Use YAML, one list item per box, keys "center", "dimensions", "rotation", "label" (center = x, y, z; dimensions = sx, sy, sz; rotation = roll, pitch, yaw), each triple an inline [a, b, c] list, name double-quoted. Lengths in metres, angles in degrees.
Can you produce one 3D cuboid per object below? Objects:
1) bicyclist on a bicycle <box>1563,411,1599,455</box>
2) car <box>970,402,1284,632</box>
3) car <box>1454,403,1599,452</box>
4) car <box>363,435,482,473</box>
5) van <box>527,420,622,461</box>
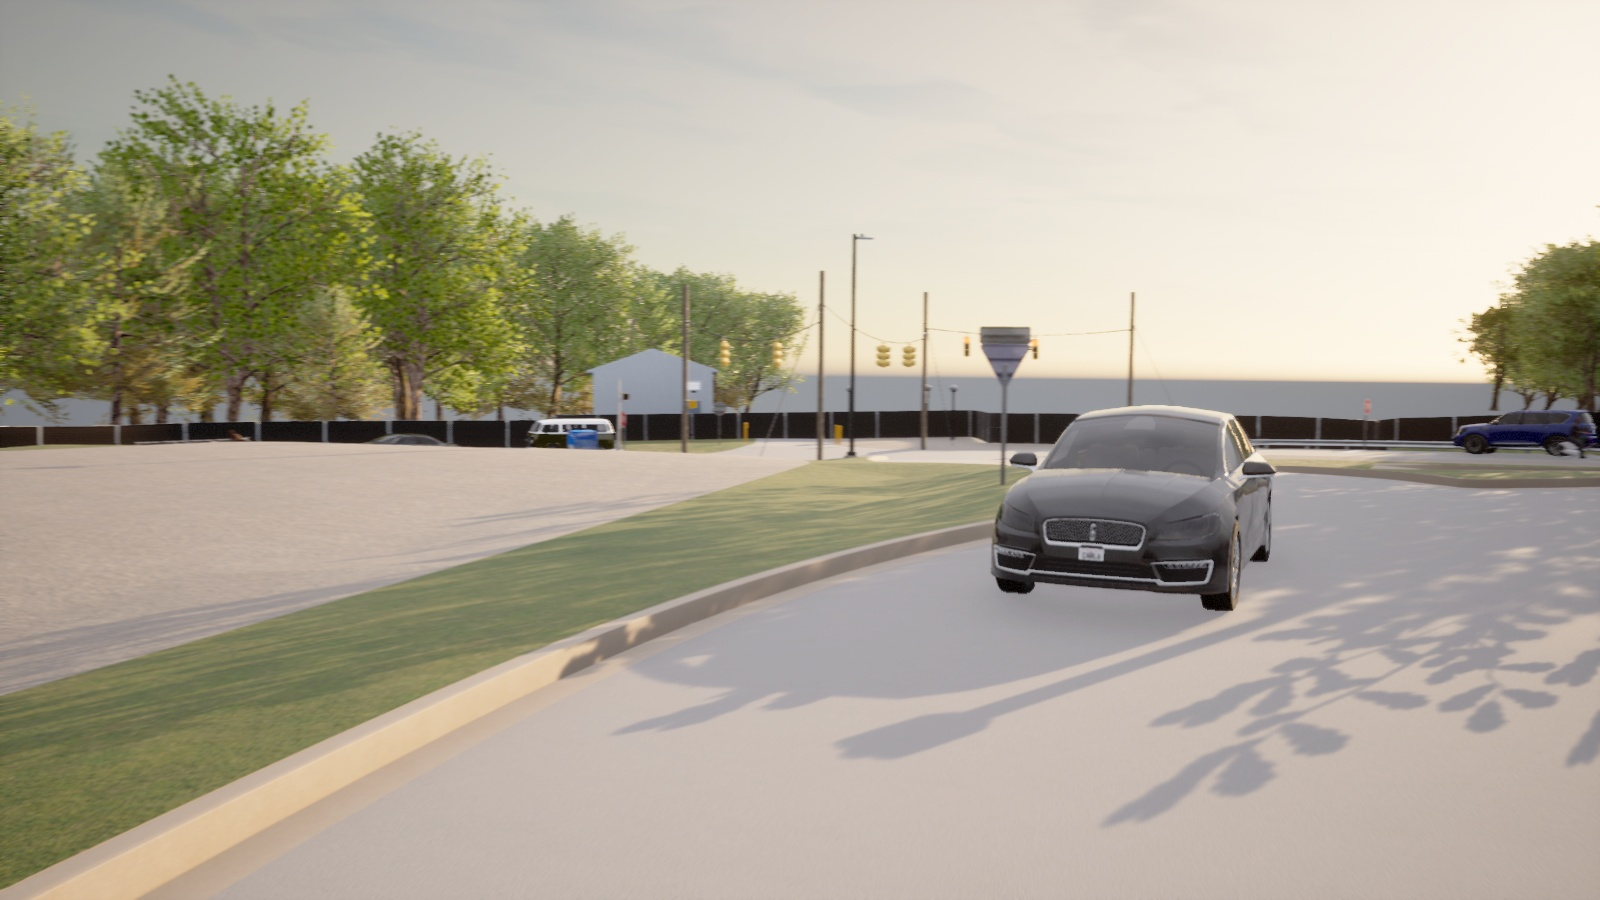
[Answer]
- center: [32.454, -0.696, 51.513]
  dimensions: [1.843, 1.776, 0.659]
  rotation: [1, 3, 45]
  label: "bicyclist on a bicycle"
- center: [3.171, 0.368, 11.326]
  dimensions: [1.837, 1.490, 4.892]
  rotation: [2, 4, 25]
  label: "car"
- center: [32.660, -1.051, 56.228]
  dimensions: [5.566, 2.045, 2.150]
  rotation: [1, 3, 45]
  label: "car"
- center: [-17.165, 0.140, 57.241]
  dimensions: [4.892, 1.490, 1.837]
  rotation: [-2, 4, -40]
  label: "car"
- center: [-11.721, -0.522, 65.215]
  dimensions: [4.480, 2.038, 2.069]
  rotation: [-1, 3, -26]
  label: "van"
